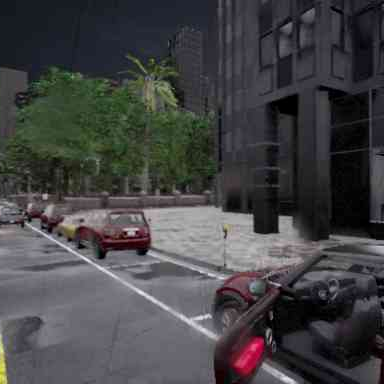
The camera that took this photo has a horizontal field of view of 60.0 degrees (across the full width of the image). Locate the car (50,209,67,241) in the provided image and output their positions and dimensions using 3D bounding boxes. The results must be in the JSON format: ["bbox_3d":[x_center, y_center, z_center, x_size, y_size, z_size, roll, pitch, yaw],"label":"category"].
[{"bbox_3d":[-6.440,1.895,18.672,1.752,1.417,4.829,1,-1,-32],"label":"car"}]

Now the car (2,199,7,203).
[{"bbox_3d":[-34.953,2.611,64.160,1.967,1.590,4.097,1,-1,-32],"label":"car"}]

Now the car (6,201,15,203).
[{"bbox_3d":[-29.196,2.582,54.973,1.947,1.339,4.313,1,-1,-32],"label":"car"}]

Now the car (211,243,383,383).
[{"bbox_3d":[2.193,1.446,4.201,2.097,1.767,4.553,1,-1,-32],"label":"car"}]

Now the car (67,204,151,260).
[{"bbox_3d":[-3.436,1.593,13.884,2.192,1.841,5.009,1,-1,-32],"label":"car"}]

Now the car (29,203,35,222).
[{"bbox_3d":[-15.091,1.940,32.478,2.192,1.841,5.009,1,-1,-32],"label":"car"}]

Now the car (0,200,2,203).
[{"bbox_3d":[-40.710,2.904,73.341,1.802,1.307,4.206,1,-1,-32],"label":"car"}]

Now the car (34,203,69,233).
[{"bbox_3d":[-9.263,1.769,23.180,2.192,1.841,5.009,1,-1,-32],"label":"car"}]

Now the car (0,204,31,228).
[{"bbox_3d":[-14.399,1.997,26.303,2.128,1.511,4.902,1,-1,-32],"label":"car"}]
